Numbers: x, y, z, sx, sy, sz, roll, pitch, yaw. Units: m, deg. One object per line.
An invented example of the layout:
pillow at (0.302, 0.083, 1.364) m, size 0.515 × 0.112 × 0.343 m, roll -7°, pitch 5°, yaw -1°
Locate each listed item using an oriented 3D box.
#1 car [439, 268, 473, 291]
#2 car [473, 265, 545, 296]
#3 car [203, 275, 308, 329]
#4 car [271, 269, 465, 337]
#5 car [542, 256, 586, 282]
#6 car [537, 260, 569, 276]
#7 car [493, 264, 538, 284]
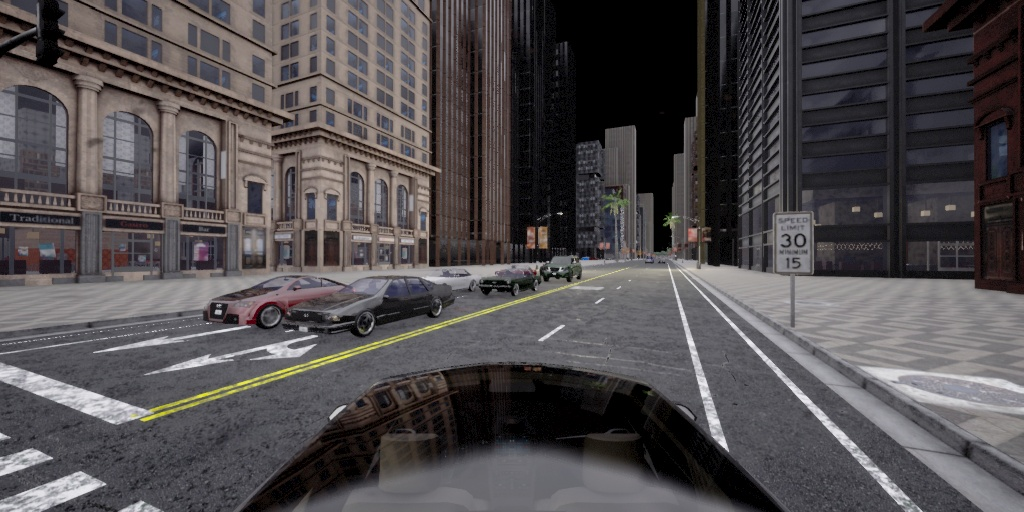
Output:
car at (-3.574, 1.357, 19.425) m, size 1.895 × 1.301 × 4.718 m, roll 0°, pitch 0°, yaw 23°
car at (0.013, 1.357, 19.536) m, size 1.895 × 1.301 × 4.718 m, roll 0°, pitch 0°, yaw 23°
car at (-7.026, 1.316, 11.372) m, size 1.994 × 1.385 × 4.181 m, roll 0°, pitch 0°, yaw 23°
car at (-3.771, 1.299, 10.725) m, size 2.033 × 1.411 × 5.357 m, roll 0°, pitch 0°, yaw 23°
car at (4.237, 0.986, 29.363) m, size 2.150 × 2.045 × 5.566 m, roll 0°, pitch 0°, yaw 23°
car at (4.420, 1.250, 37.941) m, size 1.882 × 1.535 × 5.008 m, roll 0°, pitch 0°, yaw 24°
car at (0.359, 1.364, 28.577) m, size 1.895 × 1.301 × 4.718 m, roll 0°, pitch 0°, yaw 23°
